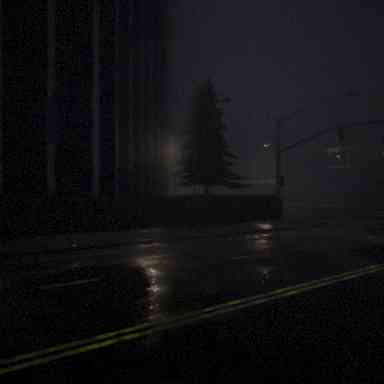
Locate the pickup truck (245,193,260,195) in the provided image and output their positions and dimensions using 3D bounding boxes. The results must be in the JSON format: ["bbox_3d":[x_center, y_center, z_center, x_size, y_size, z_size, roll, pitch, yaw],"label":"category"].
[{"bbox_3d":[13.232,1.172,71.020,2.390,2.098,6.274,0,0,-6],"label":"pickup truck"}]
